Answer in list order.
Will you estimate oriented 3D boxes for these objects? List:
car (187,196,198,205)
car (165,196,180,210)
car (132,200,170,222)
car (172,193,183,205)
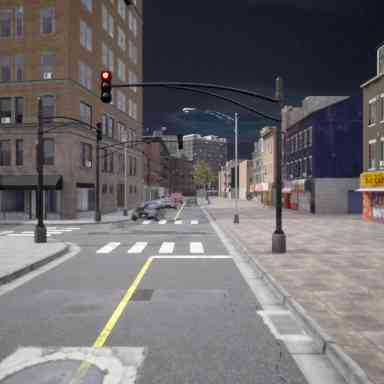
[{"bbox_3d":[0.026,1.510,59.308,2.128,1.511,4.902,0,0,0],"label":"car"},{"bbox_3d":[-2.904,1.572,42.004,1.994,1.385,4.181,0,0,-1],"label":"car"},{"bbox_3d":[-3.319,1.567,26.312,1.994,1.385,4.181,0,0,7],"label":"car"},{"bbox_3d":[-2.876,1.244,61.902,2.150,2.045,5.566,0,0,0],"label":"car"}]
